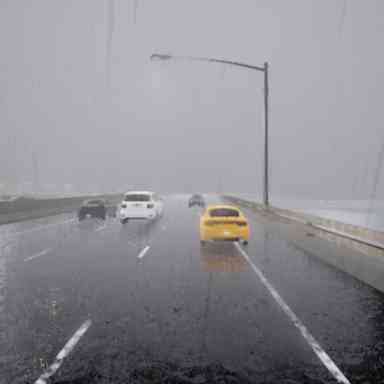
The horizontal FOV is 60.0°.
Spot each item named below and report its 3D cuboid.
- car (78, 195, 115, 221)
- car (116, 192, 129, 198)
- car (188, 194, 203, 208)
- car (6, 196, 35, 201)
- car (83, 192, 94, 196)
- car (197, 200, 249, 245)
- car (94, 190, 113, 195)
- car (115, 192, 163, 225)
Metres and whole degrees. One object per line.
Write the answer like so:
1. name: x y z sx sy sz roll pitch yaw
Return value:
1. car: -6.715 1.258 24.123 1.837 1.490 4.892 0 1 1
2. car: -15.801 0.755 75.965 1.895 1.301 4.718 0 0 2
3. car: 0.557 1.196 40.272 1.895 1.301 4.718 0 0 2
4. car: -17.245 1.164 33.475 1.837 1.490 4.892 0 1 1
5. car: -22.855 0.730 74.913 1.882 1.535 5.008 0 0 2
6. car: 1.293 1.325 14.660 1.882 1.535 5.008 0 1 1
7. car: -19.378 0.528 74.312 2.150 2.045 5.566 0 0 2
8. car: -3.242 0.993 22.321 2.150 2.045 5.566 0 1 1
